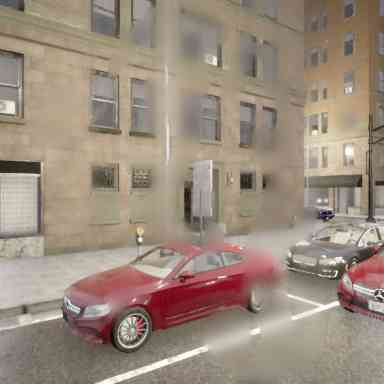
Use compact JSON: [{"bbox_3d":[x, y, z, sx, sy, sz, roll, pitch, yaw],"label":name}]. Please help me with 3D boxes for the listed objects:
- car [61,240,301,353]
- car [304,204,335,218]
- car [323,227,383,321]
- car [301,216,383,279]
[{"bbox_3d":[-0.145,1.582,6.076,4.206,1.307,1.802,0,0,-35],"label":"car"},{"bbox_3d":[8.261,1.516,25.181,1.895,1.301,4.718,0,0,-35],"label":"car"},{"bbox_3d":[4.788,1.525,6.510,4.674,1.442,1.812,0,0,-36],"label":"car"},{"bbox_3d":[4.486,1.550,9.367,4.403,1.369,2.008,0,0,-35],"label":"car"}]
